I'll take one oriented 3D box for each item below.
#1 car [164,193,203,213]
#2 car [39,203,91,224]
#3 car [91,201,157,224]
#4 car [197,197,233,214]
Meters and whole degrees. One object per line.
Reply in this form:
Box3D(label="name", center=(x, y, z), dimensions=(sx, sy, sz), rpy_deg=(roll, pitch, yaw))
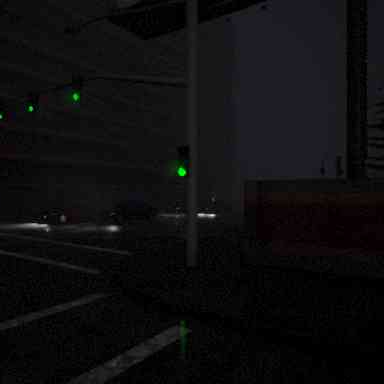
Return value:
Box3D(label="car", center=(-0.744, 1.193, 36.511), dimensions=(2.150, 2.045, 5.566), rpy_deg=(0, 0, 35))
Box3D(label="car", center=(-9.060, 1.538, 24.704), dimensions=(1.994, 1.385, 4.181), rpy_deg=(0, 0, 35))
Box3D(label="car", center=(-4.713, 1.456, 24.798), dimensions=(1.882, 1.535, 5.008), rpy_deg=(0, 0, 35))
Box3D(label="car", center=(2.619, 1.542, 35.205), dimensions=(1.994, 1.385, 4.181), rpy_deg=(0, 0, 35))
